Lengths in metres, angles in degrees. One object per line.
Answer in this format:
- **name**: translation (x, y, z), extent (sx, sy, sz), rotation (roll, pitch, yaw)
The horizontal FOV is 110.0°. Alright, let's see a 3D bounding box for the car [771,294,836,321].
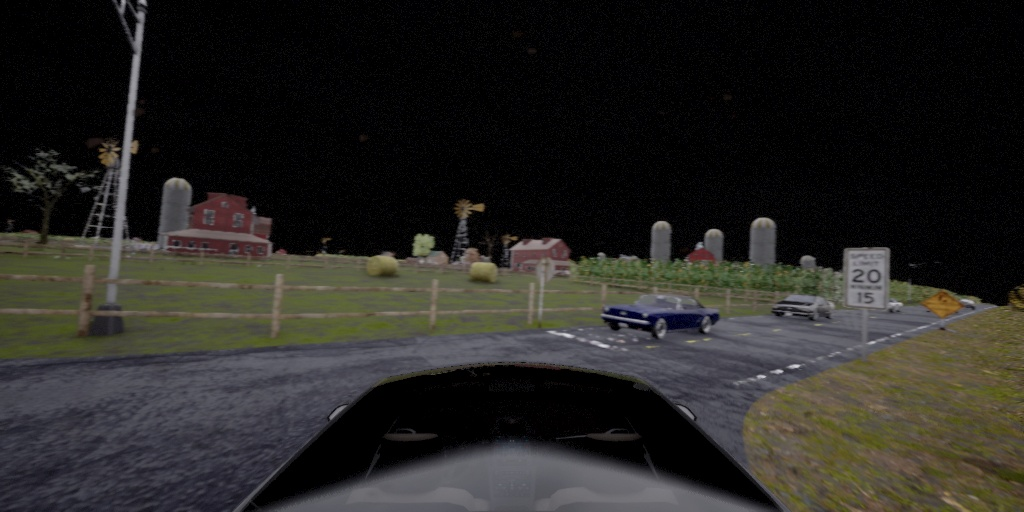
- **car**: translation (17.427, 2.996, 21.300), extent (5.357, 1.411, 2.033), rotation (5, -3, -35)

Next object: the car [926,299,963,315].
- **car**: translation (43.637, 5.120, 36.379), extent (5.357, 1.411, 2.033), rotation (5, -3, -35)

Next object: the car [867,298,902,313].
- **car**: translation (34.530, 4.518, 33.382), extent (4.718, 1.301, 1.895), rotation (5, -3, -35)

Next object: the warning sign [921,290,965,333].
- **warning sign**: translation (19.786, 2.514, 16.474), extent (1.060, 1.860, 1.300), rotation (0, 0, -35)

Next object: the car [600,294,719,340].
- **car**: translation (5.273, 2.015, 12.600), extent (4.718, 1.301, 1.895), rotation (5, -3, -36)
